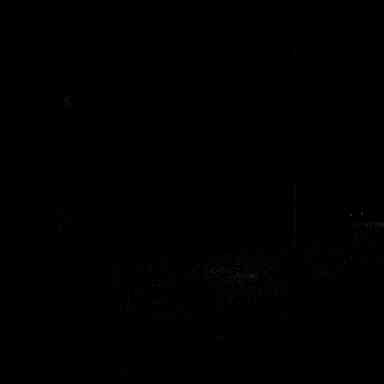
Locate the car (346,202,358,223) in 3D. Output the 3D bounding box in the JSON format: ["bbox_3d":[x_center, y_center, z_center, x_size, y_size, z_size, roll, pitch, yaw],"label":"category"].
[{"bbox_3d":[9.380,1.539,24.398,1.947,1.339,4.313,0,0,-35],"label":"car"}]

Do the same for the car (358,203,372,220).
[{"bbox_3d":[10.879,1.204,26.674,2.150,2.045,5.566,0,0,-35],"label":"car"}]

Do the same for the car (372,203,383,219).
[{"bbox_3d":[15.918,1.580,29.054,1.947,1.339,4.313,0,0,-35],"label":"car"}]
